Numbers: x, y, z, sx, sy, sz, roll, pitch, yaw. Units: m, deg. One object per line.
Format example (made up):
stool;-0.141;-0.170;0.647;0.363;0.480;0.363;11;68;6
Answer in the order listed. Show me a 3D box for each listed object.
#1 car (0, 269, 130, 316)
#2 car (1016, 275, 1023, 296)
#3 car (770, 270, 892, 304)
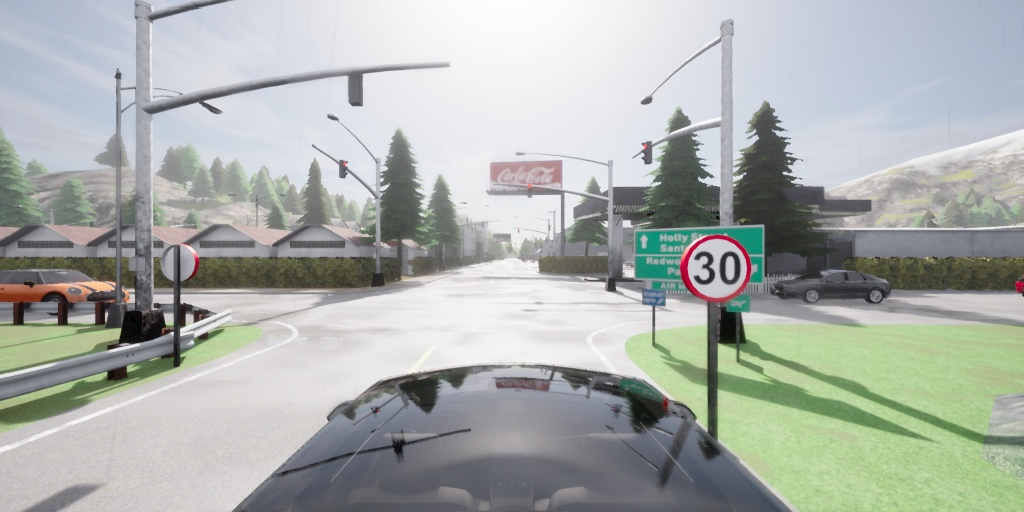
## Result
car;-17.966;1.294;14.022;4.553;1.767;2.097;0;0;1
car;27.916;1.160;17.107;5.566;2.045;2.150;0;0;-1
car;15.212;1.446;17.262;4.892;1.490;1.837;0;0;1
